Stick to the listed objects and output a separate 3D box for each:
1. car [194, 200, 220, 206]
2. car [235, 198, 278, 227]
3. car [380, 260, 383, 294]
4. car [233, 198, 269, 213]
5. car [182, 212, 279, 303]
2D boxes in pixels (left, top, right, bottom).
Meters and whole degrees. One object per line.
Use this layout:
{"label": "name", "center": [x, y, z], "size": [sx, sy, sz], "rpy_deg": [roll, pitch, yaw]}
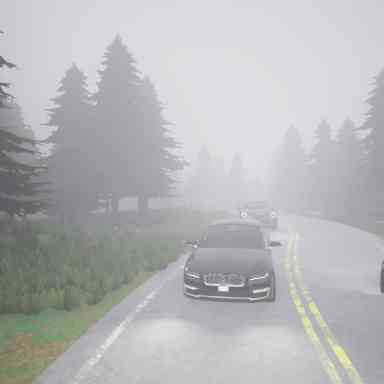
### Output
{"label": "car", "center": [1.924, 1.799, 44.863], "size": [1.812, 1.442, 4.674], "rpy_deg": [3, -5, -35]}
{"label": "car", "center": [3.878, 1.270, 20.368], "size": [2.097, 1.767, 4.553], "rpy_deg": [-1, 0, 5]}
{"label": "car", "center": [4.494, 1.308, 4.645], "size": [2.097, 1.767, 4.553], "rpy_deg": [-1, 0, 8]}
{"label": "car", "center": [6.206, 1.410, 35.737], "size": [1.837, 1.490, 4.892], "rpy_deg": [2, -1, -16]}
{"label": "car", "center": [1.092, 1.496, 8.415], "size": [1.837, 1.490, 4.892], "rpy_deg": [-1, 0, 12]}
